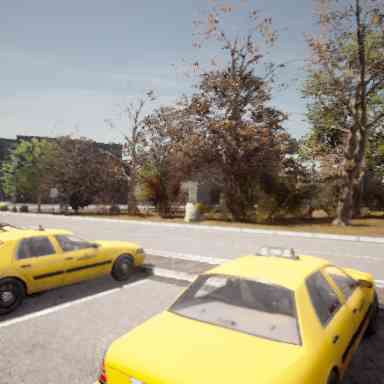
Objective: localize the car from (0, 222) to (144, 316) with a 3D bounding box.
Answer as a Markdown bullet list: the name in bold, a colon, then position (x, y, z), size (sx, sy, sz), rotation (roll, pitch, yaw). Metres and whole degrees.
- **car**: position (-3.370, 1.515, 7.776), size (1.946, 1.575, 5.366), rotation (0, 0, 35)

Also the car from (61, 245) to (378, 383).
- **car**: position (1.250, 1.484, 4.483), size (1.946, 1.575, 5.366), rotation (0, 0, 35)
